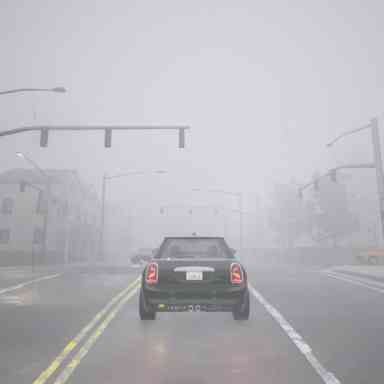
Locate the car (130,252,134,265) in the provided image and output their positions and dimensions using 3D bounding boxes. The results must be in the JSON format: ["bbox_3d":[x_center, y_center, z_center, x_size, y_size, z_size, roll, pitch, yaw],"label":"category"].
[{"bbox_3d":[-3.665,5.173,26.980,2.033,1.411,5.357,0,-12,0],"label":"car"}]

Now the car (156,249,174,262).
[{"bbox_3d":[-3.715,8.946,46.657,2.097,1.767,4.553,0,-11,0],"label":"car"}]

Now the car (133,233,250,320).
[{"bbox_3d":[0.050,1.805,8.215,2.097,1.767,4.553,0,-7,0],"label":"car"}]

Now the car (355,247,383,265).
[{"bbox_3d":[16.428,5.357,28.071,5.008,1.535,1.882,0,-11,1],"label":"car"}]
